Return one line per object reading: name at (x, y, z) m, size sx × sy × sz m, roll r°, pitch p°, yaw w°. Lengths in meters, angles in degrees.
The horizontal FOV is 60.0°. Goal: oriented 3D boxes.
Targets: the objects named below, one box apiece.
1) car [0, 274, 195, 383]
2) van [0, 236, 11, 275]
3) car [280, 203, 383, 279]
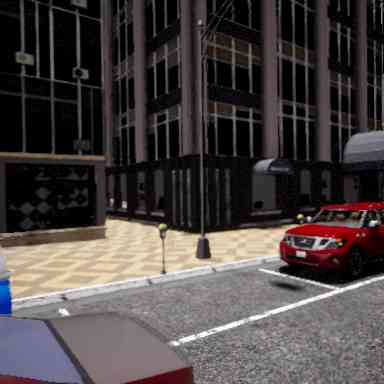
car at (-2.409, 1.552, 1.644) m, size 5.357 × 1.411 × 2.033 m, roll 0°, pitch 0°, yaw -35°
van at (-4.147, 1.347, 3.619) m, size 3.998 × 1.788 × 1.690 m, roll 0°, pitch -1°, yaw -35°
car at (4.863, 1.279, 10.048) m, size 5.009 × 1.841 × 2.192 m, roll 0°, pitch -1°, yaw -35°
